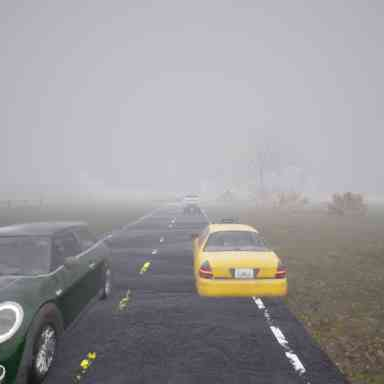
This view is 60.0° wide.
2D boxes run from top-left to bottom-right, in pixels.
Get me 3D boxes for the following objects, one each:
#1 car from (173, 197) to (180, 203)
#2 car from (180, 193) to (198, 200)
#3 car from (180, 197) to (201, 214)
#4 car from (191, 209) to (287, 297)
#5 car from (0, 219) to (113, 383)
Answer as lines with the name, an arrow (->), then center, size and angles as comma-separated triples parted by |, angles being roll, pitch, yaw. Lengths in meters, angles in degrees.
car -> -2.915, 1.598, 69.472 | 1.895, 1.301, 4.718 | 0, 0, 0
car -> -0.080, 1.216, 45.209 | 2.150, 2.045, 5.566 | 0, 0, 0
car -> -0.005, 1.522, 34.883 | 1.812, 1.442, 4.674 | 0, 0, 0
car -> 0.944, 1.454, 8.617 | 1.801, 1.575, 5.366 | 0, 0, 0
car -> -2.761, 1.351, 5.337 | 2.097, 1.767, 4.553 | 0, 0, 0
